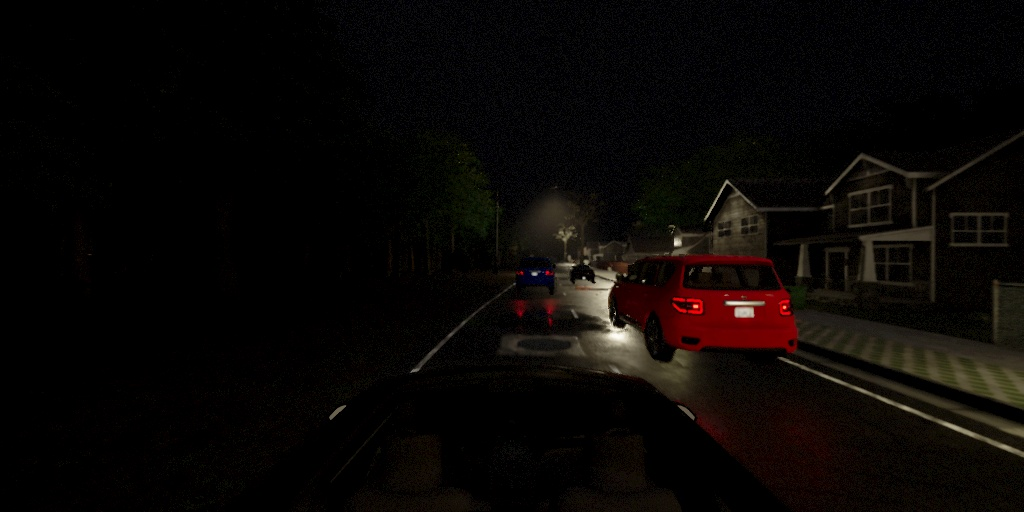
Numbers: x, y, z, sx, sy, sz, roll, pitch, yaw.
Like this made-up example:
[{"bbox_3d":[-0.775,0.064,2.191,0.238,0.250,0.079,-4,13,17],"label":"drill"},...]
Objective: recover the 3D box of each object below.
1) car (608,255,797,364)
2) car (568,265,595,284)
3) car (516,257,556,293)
[{"bbox_3d":[3.853,1.010,8.419,2.150,2.045,5.566,0,0,3],"label":"car"},{"bbox_3d":[5.835,1.480,30.234,1.837,1.490,4.892,0,0,6],"label":"car"},{"bbox_3d":[1.469,1.090,21.831,2.150,2.045,5.566,0,-1,6],"label":"car"}]
